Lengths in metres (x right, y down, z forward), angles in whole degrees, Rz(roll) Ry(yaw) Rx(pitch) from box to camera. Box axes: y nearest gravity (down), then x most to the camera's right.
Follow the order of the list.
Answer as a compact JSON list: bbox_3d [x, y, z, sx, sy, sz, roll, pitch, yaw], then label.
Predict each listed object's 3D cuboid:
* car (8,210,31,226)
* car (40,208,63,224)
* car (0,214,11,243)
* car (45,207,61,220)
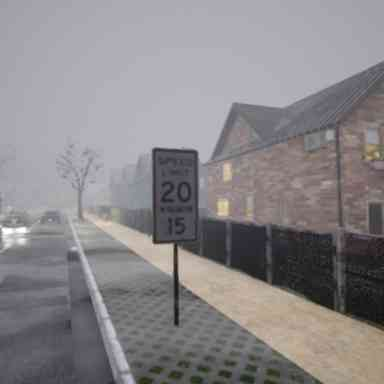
[{"bbox_3d":[-16.679,2.471,31.892,2.128,1.511,4.902,0,-2,-21],"label":"car"},{"bbox_3d":[-14.895,2.580,35.204,1.837,1.490,4.892,0,-2,-21],"label":"car"},{"bbox_3d":[-10.930,2.059,16.929,2.033,1.411,5.357,1,-2,-21],"label":"car"},{"bbox_3d":[-18.652,2.865,44.784,1.882,1.535,5.008,0,-2,-21],"label":"car"}]
